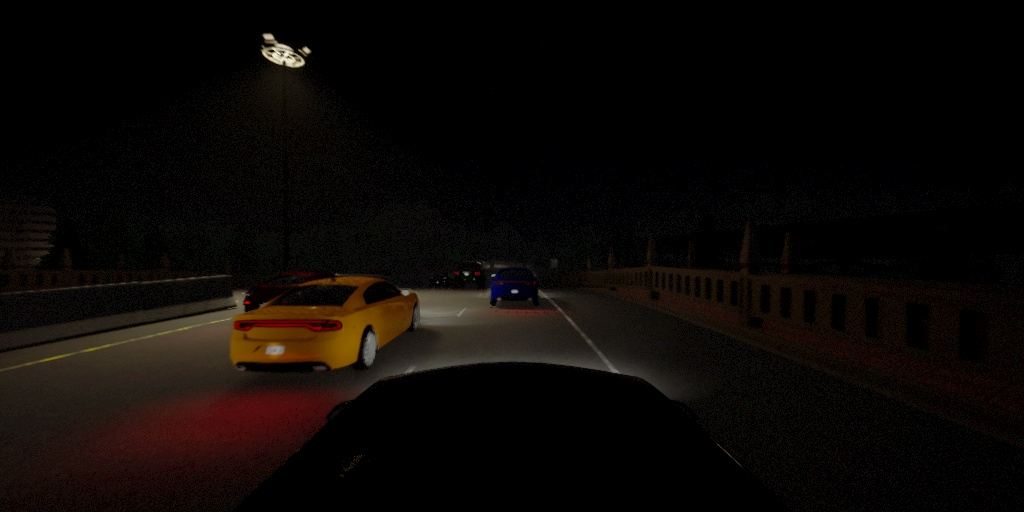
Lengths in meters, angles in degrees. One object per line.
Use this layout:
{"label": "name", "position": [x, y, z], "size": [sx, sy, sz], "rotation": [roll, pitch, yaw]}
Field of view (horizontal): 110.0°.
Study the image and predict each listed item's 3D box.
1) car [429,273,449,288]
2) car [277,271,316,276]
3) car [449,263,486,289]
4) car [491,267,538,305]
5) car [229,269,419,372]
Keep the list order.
{"label": "car", "position": [-6.900, 2.467, 35.676], "size": [2.128, 1.511, 4.902], "rotation": [0, -5, 0]}
{"label": "car", "position": [-6.898, 1.229, 12.289], "size": [1.812, 1.442, 4.674], "rotation": [0, 0, 0]}
{"label": "car", "position": [-3.400, 1.663, 29.589], "size": [2.150, 2.045, 5.566], "rotation": [0, -4, 0]}
{"label": "car", "position": [0.100, 1.246, 16.041], "size": [1.882, 1.535, 5.008], "rotation": [0, -1, 0]}
{"label": "car", "position": [-3.398, 1.178, 7.622], "size": [1.882, 1.535, 5.008], "rotation": [0, 1, 0]}
